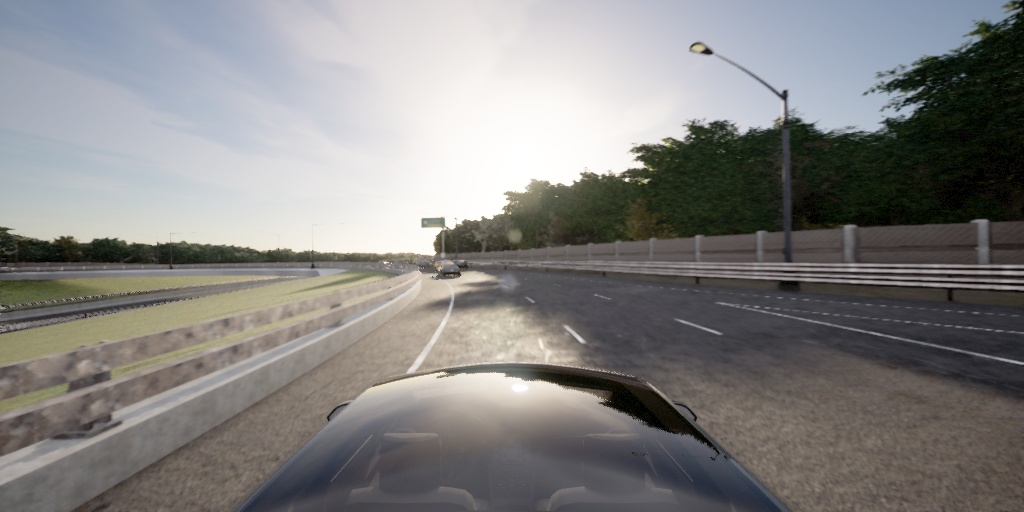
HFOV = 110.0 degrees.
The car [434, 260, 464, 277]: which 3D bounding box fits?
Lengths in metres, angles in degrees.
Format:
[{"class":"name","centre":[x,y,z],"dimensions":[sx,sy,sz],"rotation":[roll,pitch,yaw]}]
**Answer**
[{"class":"car","centre":[-6.956,1.472,39.163],"dimensions":[1.994,1.385,4.181],"rotation":[-1,0,-21]}]

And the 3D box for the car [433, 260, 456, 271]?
[{"class":"car","centre":[-10.306,1.459,54.446],"dimensions":[1.882,1.535,5.008],"rotation":[-1,0,-29]}]

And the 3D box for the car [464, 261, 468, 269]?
[{"class":"car","centre":[-8.841,1.463,58.937],"dimensions":[1.837,1.490,4.892],"rotation":[-1,0,-31]}]
